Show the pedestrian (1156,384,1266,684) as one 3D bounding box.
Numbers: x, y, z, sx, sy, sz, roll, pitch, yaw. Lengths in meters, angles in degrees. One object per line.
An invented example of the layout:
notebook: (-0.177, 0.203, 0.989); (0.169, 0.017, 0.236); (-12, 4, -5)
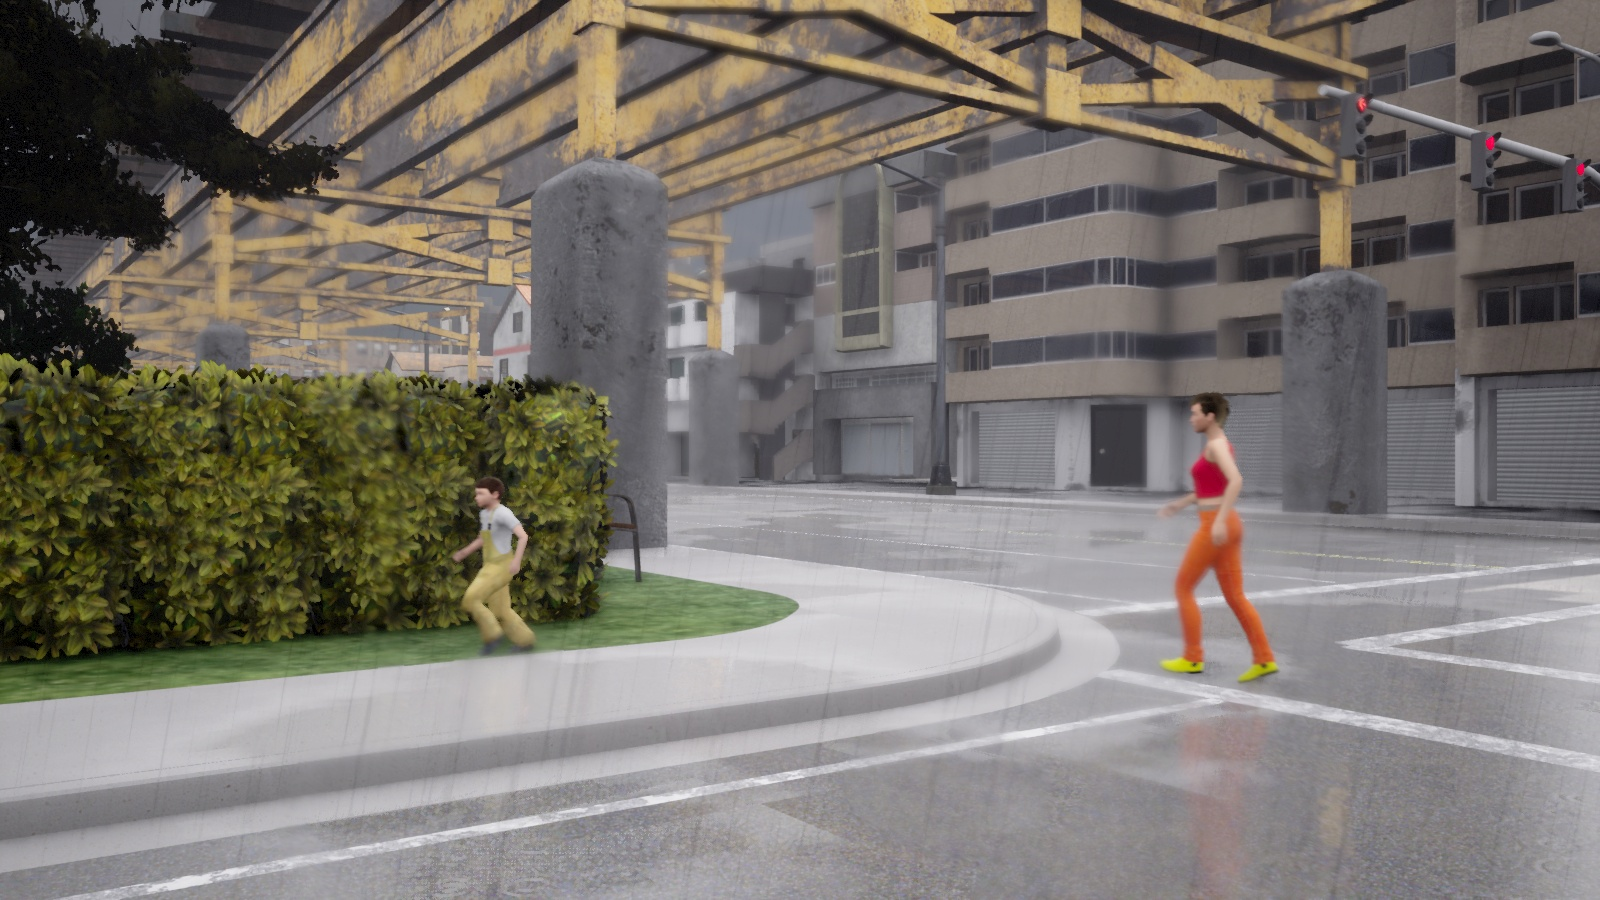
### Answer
pedestrian: (2.617, 0.516, 7.995); (0.594, 1.836, 0.345); (0, 0, 32)

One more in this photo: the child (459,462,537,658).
child: (-2.008, 0.715, 8.355); (0.437, 1.263, 0.270); (0, 0, -33)
